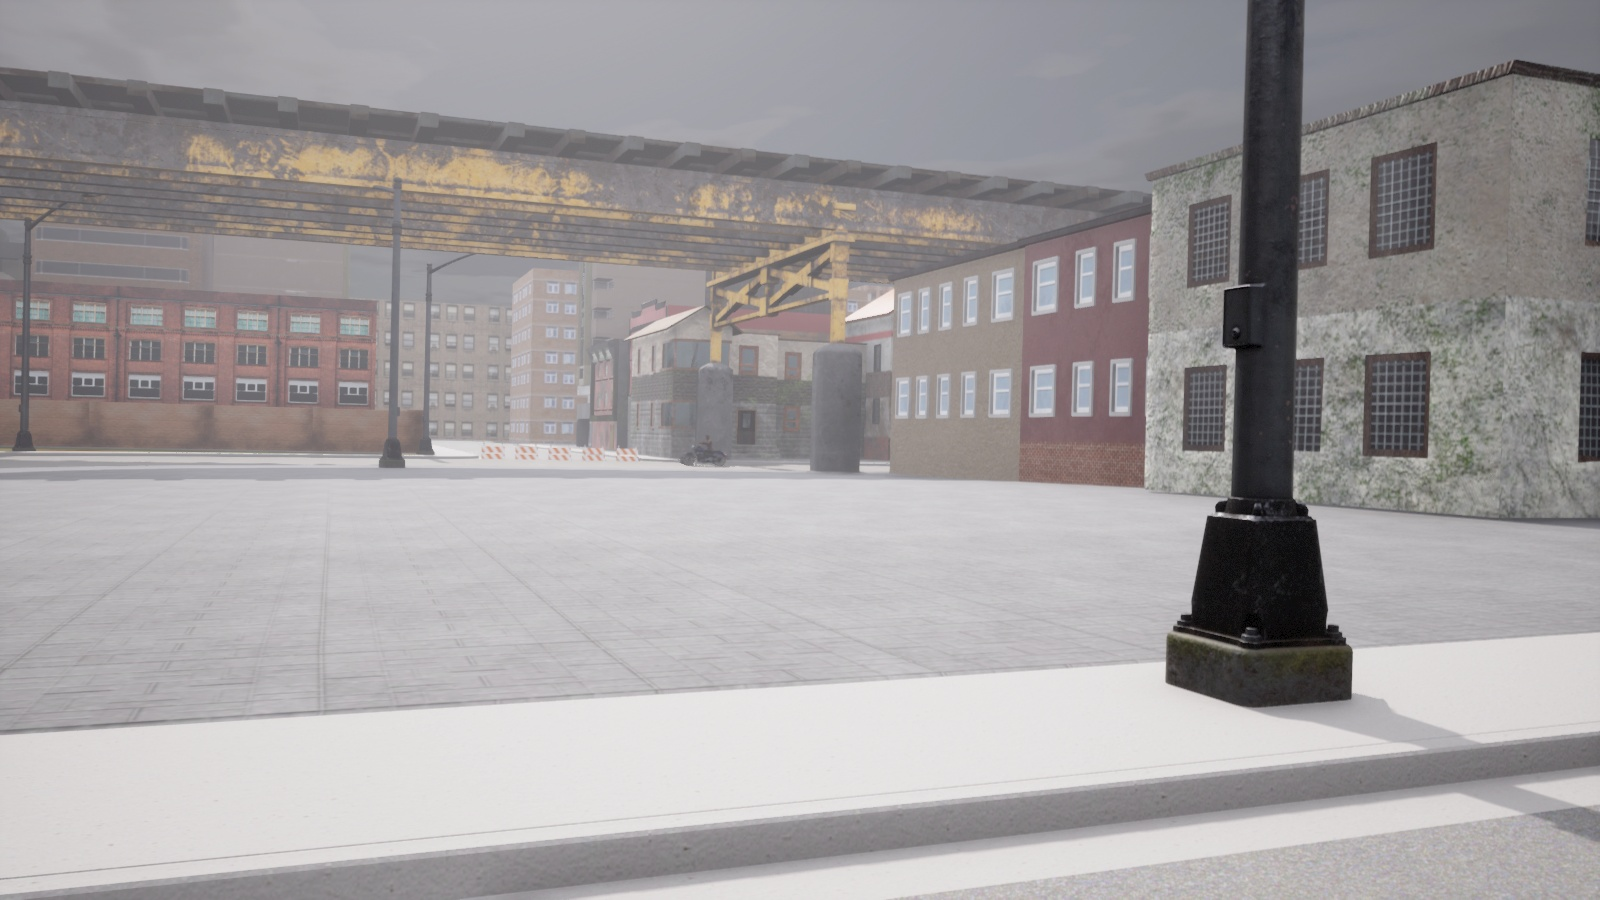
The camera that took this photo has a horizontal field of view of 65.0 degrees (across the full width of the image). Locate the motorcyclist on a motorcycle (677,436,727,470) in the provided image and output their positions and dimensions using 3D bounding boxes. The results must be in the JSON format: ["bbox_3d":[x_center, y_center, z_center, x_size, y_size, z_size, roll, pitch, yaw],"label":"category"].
[{"bbox_3d":[-4.899,0.128,62.761,2.350,1.649,0.766,0,1,-20],"label":"motorcyclist on a motorcycle"}]
